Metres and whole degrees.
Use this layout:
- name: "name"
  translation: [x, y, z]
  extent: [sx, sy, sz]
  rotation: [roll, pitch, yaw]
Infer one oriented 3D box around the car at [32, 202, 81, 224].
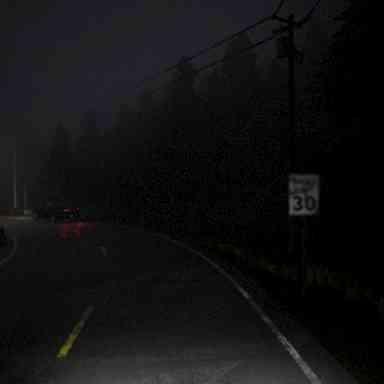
- name: "car"
  translation: [-10.282, 1.476, 24.990]
  extent: [4.902, 1.511, 2.128]
  rotation: [0, 0, 41]
